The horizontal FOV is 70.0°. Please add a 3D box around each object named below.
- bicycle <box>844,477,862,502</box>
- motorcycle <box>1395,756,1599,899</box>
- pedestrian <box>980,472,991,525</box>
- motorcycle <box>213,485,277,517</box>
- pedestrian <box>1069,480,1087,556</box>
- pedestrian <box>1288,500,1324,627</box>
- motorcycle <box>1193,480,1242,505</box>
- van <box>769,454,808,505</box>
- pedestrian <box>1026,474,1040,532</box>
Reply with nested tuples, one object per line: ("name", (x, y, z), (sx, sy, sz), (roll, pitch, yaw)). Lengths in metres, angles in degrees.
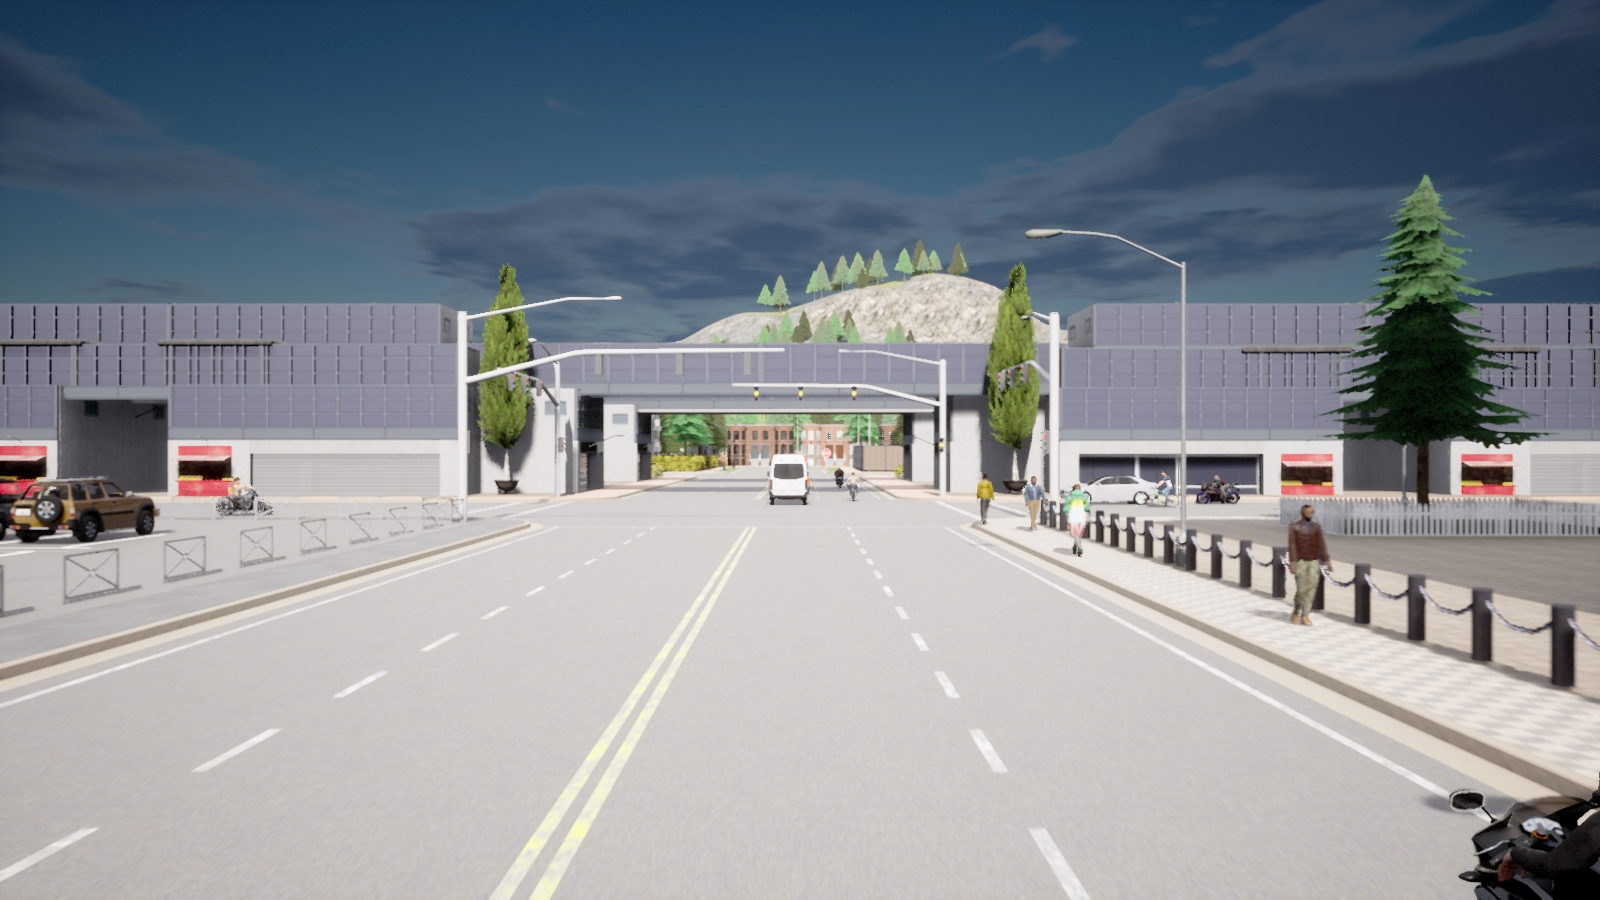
("bicycle", (2.883, 2.147, 62.222), (0.859, 1.276, 1.487), (0, 0, 0))
("motorcycle", (3.499, 2.204, 4.786), (0.867, 1.251, 2.209), (0, 0, 0))
("pedestrian", (6.499, 1.690, 40.095), (0.375, 1.860, 0.375), (0, 0, 10))
("motorcycle", (-23.374, 2.147, 48.136), (2.356, 1.307, 0.764), (0, 0, 1))
("pedestrian", (6.938, 1.692, 28.551), (0.375, 1.860, 0.375), (0, 0, 3))
("pedestrian", (7.572, 1.694, 17.112), (0.375, 1.860, 0.375), (0, 0, 0))
("motorcycle", (21.414, 2.195, 58.611), (2.209, 1.251, 0.867), (0, 0, 0))
("van", (-0.627, 1.524, 61.061), (1.988, 2.561, 5.915), (0, 0, -1))
("pedestrian", (7.475, 1.693, 36.643), (0.375, 1.860, 0.375), (0, 0, 0))
